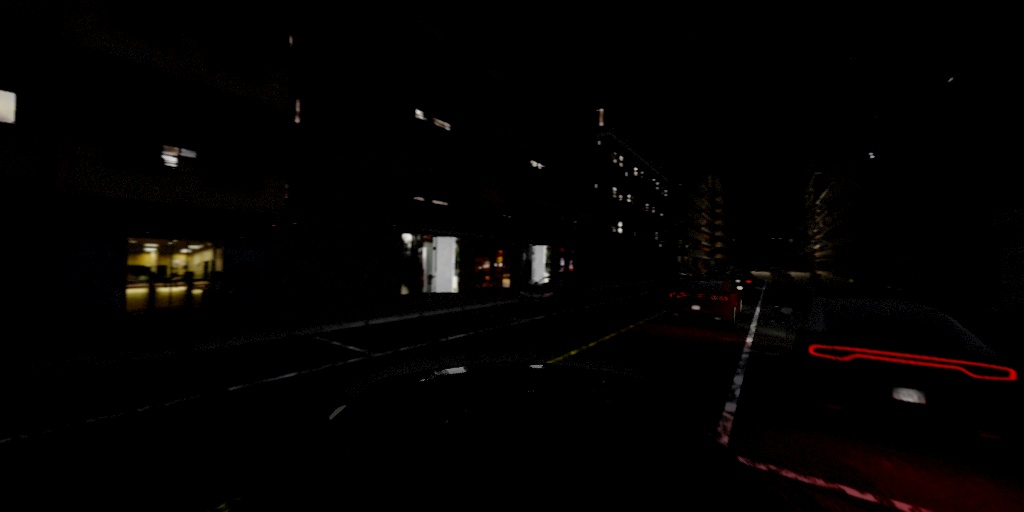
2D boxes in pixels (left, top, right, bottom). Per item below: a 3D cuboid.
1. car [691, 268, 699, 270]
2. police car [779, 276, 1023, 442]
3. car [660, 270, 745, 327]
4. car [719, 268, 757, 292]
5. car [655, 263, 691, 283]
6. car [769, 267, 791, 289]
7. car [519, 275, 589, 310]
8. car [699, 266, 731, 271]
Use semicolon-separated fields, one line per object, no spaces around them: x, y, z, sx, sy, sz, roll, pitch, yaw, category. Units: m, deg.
18.456;1.862;38.665;1.967;1.591;4.097;0;0;36;car
5.726;1.317;5.908;1.930;1.638;5.238;1;-1;36;police car
7.041;1.459;12.920;1.882;1.535;5.008;1;-1;36;car
17.224;1.842;27.043;2.033;1.411;5.357;1;-1;36;car
15.161;1.636;34.094;2.192;1.841;5.009;0;0;36;car
22.054;1.925;29.327;1.751;1.417;4.829;0;0;36;car
1.976;1.498;15.810;1.802;1.307;4.207;0;0;36;car
22.614;2.056;39.857;2.033;1.411;5.357;1;-1;36;car
